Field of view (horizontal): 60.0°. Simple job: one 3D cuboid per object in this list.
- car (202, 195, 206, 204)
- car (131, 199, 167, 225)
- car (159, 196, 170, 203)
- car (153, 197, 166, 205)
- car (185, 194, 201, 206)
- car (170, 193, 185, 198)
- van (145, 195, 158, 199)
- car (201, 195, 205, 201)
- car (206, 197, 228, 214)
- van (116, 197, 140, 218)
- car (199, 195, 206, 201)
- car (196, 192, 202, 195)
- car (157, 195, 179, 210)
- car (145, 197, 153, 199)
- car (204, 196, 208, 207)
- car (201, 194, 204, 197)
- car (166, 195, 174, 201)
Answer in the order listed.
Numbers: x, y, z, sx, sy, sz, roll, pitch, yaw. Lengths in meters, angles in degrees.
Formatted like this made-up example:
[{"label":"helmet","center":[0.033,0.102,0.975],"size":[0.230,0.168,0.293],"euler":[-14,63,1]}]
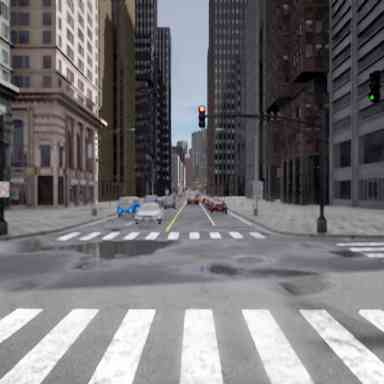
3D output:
[{"label":"car","center":[2.836,1.565,46.989],"size":[1.887,1.381,4.507],"euler":[0,0,0]},{"label":"car","center":[-3.070,1.532,24.540],"size":[1.812,1.442,4.674],"euler":[0,0,-1]},{"label":"car","center":[-5.683,1.590,69.117],"size":[2.008,1.369,4.403],"euler":[0,0,0]},{"label":"car","center":[-5.699,1.612,58.067],"size":[1.802,1.307,4.206],"euler":[0,0,0]},{"label":"car","center":[0.123,1.505,55.276],"size":[1.882,1.535,5.008],"euler":[0,0,0]},{"label":"car","center":[-2.922,1.210,59.410],"size":[2.128,1.511,4.902],"euler":[0,0,0]},{"label":"van","center":[-5.716,1.362,47.017],"size":[1.690,1.788,3.998],"euler":[0,0,0]},{"label":"car","center":[2.842,1.551,52.684],"size":[1.752,1.417,4.829],"euler":[0,0,0]},{"label":"car","center":[2.824,1.557,35.938],"size":[1.887,1.381,4.507],"euler":[0,0,0]},{"label":"van","center":[-5.740,1.350,30.443],"size":[1.690,1.788,3.998],"euler":[0,0,0]},{"label":"car","center":[2.883,1.499,91.193],"size":[1.967,1.590,4.097],"euler":[0,0,0]},{"label":"car","center":[2.485,1.397,74.528],"size":[2.097,1.767,4.553],"euler":[0,0,0]},{"label":"car","center":[-3.035,1.522,43.541],"size":[1.837,1.490,4.892],"euler":[0,0,0]},{"label":"car","center":[-5.731,1.557,35.968],"size":[1.887,1.381,4.507],"euler":[0,0,0]},{"label":"car","center":[2.830,1.561,41.464],"size":[1.887,1.381,4.507],"euler":[0,0,0]},{"label":"car","center":[2.854,1.579,63.565],"size":[1.887,1.381,4.507],"euler":[0,0,0]},{"label":"car","center":[-5.659,1.579,85.522],"size":[1.752,1.417,4.829],"euler":[0,0,0]}]
